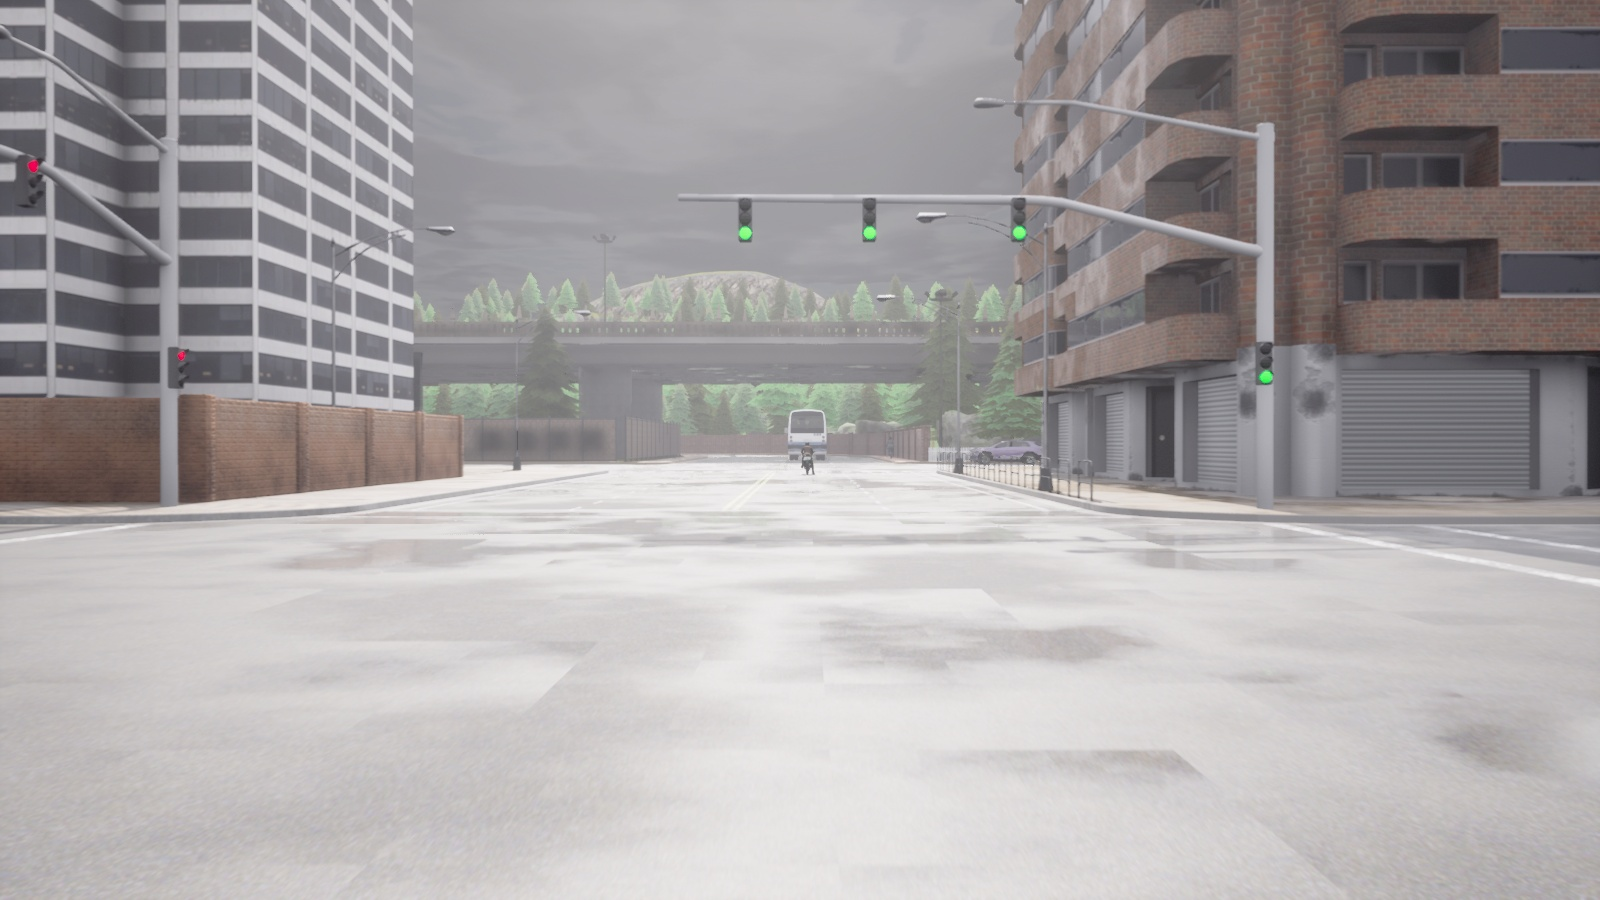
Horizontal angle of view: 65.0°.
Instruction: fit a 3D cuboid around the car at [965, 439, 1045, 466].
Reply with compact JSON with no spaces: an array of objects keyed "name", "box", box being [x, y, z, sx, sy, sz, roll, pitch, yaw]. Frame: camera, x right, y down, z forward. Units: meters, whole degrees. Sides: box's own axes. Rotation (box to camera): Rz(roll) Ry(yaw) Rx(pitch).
[{"name":"car","box":[13.210,0.160,81.068,4.856,1.649,2.033,0,0,0]}]
